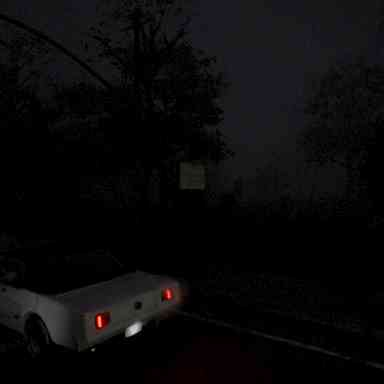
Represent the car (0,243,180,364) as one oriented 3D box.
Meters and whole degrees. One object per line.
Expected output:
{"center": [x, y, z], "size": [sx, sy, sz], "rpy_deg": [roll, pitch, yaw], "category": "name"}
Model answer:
{"center": [-2.602, 1.581, 5.842], "size": [4.718, 1.301, 1.895], "rpy_deg": [0, 0, 35], "category": "car"}
